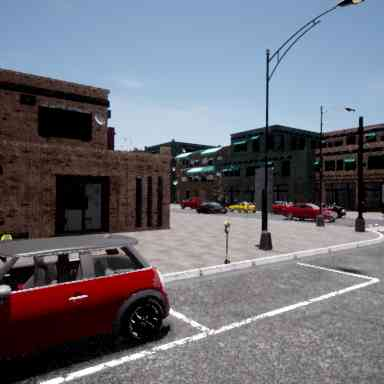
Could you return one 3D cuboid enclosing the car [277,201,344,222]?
[{"bbox_3d":[9.574,1.656,27.255,1.812,1.442,4.674,1,-1,-34],"label":"car"}]

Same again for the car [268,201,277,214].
[{"bbox_3d":[9.735,1.739,37.209,1.967,1.590,4.097,0,-1,-35],"label":"car"}]

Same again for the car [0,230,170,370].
[{"bbox_3d":[-2.435,1.440,4.808,4.097,1.590,1.967,0,1,-36],"label":"car"}]

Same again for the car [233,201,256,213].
[{"bbox_3d":[6.471,1.879,41.903,1.752,1.417,4.829,0,-1,-35],"label":"car"}]

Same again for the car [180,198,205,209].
[{"bbox_3d":[0.233,1.773,50.876,2.192,1.841,5.009,0,-1,-35],"label":"car"}]

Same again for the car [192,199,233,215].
[{"bbox_3d":[2.254,1.817,37.851,1.994,1.385,4.181,1,-1,-34],"label":"car"}]

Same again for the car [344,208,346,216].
[{"bbox_3d":[12.902,1.812,32.652,1.947,1.339,4.313,0,-1,-35],"label":"car"}]
